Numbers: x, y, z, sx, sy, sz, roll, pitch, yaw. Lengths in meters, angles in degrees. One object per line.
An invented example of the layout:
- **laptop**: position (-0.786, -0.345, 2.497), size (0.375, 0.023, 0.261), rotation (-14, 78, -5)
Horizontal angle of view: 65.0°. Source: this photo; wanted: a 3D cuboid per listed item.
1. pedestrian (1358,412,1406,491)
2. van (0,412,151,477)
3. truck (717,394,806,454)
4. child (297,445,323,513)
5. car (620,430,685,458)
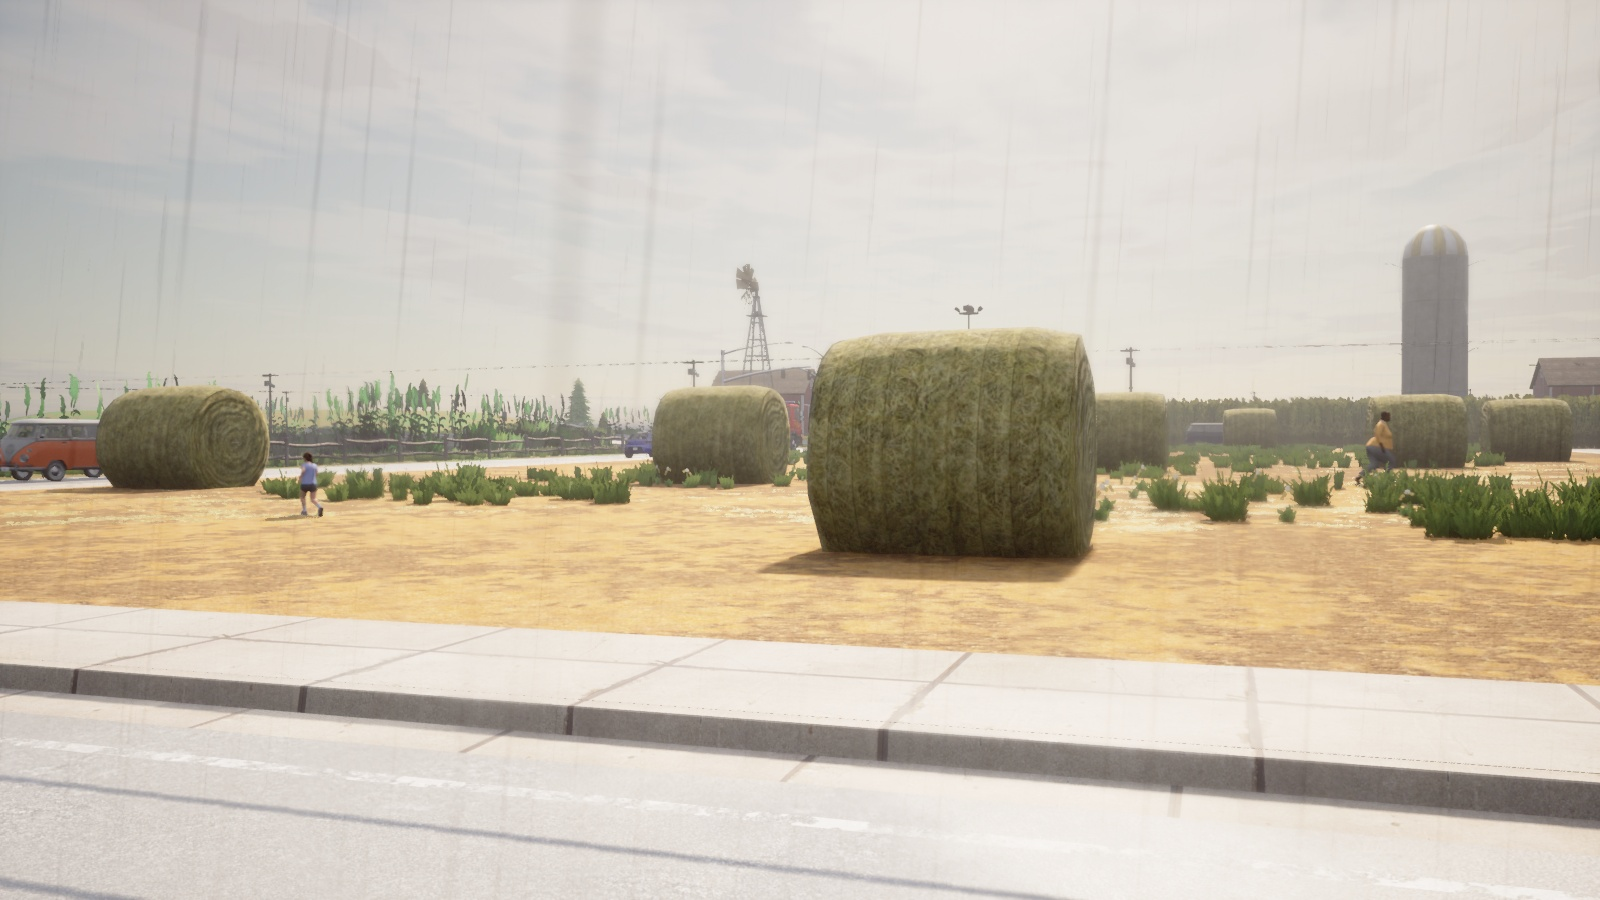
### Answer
- **pedestrian**: position (13.768, 0.028, 29.725), size (0.900, 1.855, 0.874), rotation (0, 1, 16)
- **van**: position (-23.654, -0.197, 40.862), size (1.775, 1.987, 4.442), rotation (1, 1, 21)
- **truck**: position (-2.522, -1.747, 85.215), size (2.891, 3.827, 8.468), rotation (1, 1, 22)
- **child**: position (-8.070, 0.471, 20.675), size (0.394, 1.110, 0.255), rotation (1, 1, 44)
- **car**: position (-8.255, -0.356, 70.618), size (1.816, 1.474, 4.193), rotation (1, 1, 21)
